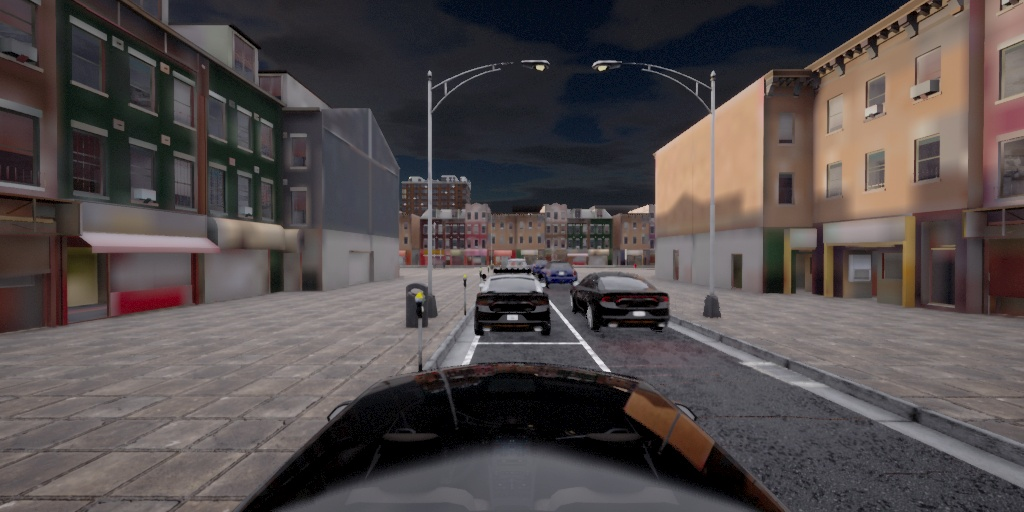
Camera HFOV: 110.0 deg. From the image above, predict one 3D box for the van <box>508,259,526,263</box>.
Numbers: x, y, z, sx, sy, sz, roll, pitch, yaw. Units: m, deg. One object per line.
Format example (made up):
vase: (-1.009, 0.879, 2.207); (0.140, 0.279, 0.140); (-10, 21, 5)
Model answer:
van: (0.382, 1.095, 27.349); (1.690, 1.789, 3.998); (0, 0, 0)

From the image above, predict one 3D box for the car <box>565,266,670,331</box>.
car: (3.022, 1.227, 10.993); (1.882, 1.535, 5.008); (0, 0, 0)

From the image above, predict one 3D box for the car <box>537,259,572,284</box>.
car: (3.089, 1.104, 24.329); (2.097, 1.767, 4.553); (0, 0, 0)

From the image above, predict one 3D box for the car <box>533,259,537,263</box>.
car: (3.085, 1.113, 38.539); (2.097, 1.767, 4.553); (0, 0, 0)

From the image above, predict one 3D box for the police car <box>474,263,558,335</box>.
police car: (0.012, 1.174, 10.611); (1.930, 1.638, 5.238); (0, 0, 0)
